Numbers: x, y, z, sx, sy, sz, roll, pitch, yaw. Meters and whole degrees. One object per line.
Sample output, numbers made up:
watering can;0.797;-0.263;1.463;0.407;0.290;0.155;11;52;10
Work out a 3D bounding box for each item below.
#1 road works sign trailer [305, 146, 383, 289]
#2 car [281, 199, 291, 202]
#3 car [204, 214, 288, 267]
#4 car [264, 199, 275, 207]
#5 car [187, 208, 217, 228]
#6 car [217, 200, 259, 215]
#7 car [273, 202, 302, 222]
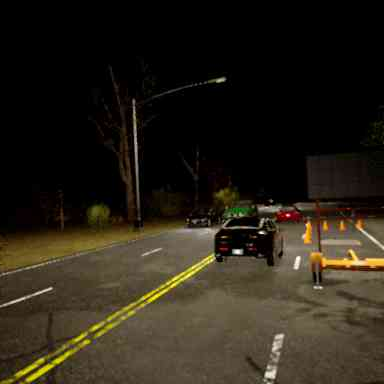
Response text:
road works sign trailer;4.495;0.585;9.300;2.380;3.560;2.880;-3;-1;20
car;18.670;2.077;65.754;1.812;1.442;4.674;-3;-1;21
car;2.156;1.673;11.902;1.837;1.490;4.892;-3;-6;20
car;15.600;2.225;66.824;2.128;1.511;4.902;-3;-1;21
car;1.059;2.153;28.347;1.837;1.490;4.892;-3;-1;20
car;4.098;1.713;27.252;2.150;2.045;5.566;-3;-1;20
car;8.645;1.900;29.475;1.994;1.385;4.181;-3;-1;20
